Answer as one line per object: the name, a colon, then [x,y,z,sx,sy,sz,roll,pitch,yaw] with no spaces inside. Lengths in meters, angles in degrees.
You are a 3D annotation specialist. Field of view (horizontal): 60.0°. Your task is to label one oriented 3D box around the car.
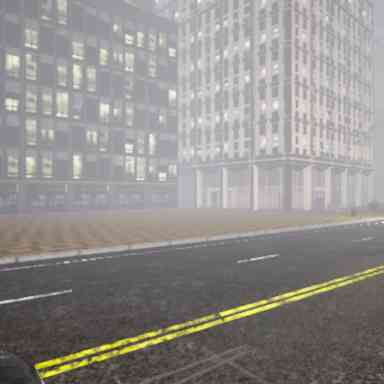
car: [-3.135,1.495,1.251,4.902,1.511,2.128,0,0,-35]
